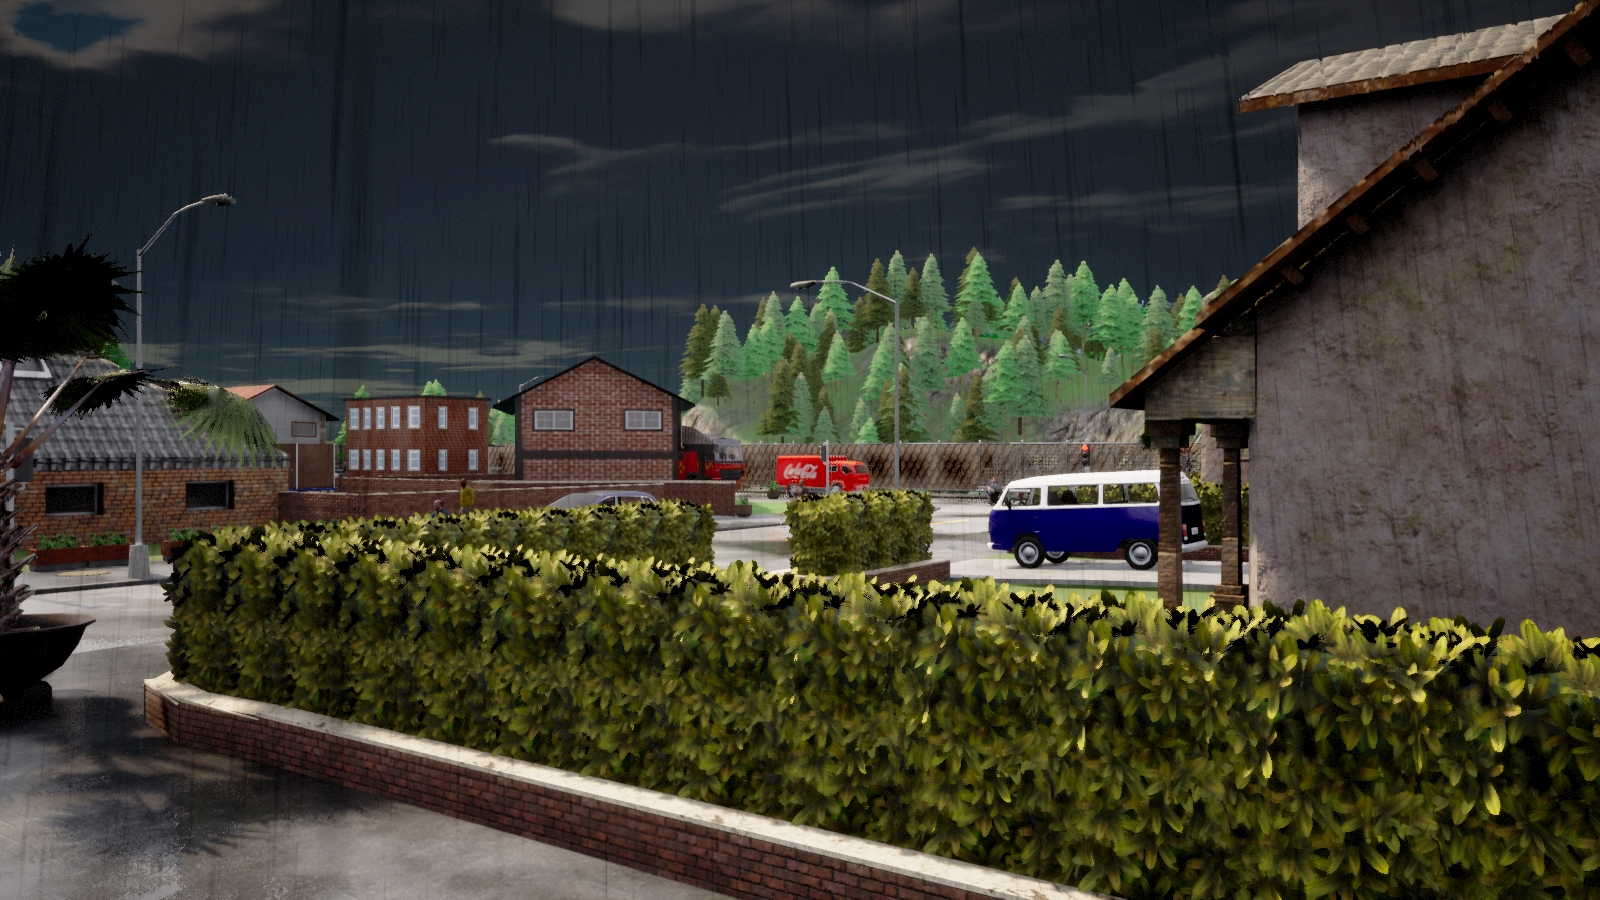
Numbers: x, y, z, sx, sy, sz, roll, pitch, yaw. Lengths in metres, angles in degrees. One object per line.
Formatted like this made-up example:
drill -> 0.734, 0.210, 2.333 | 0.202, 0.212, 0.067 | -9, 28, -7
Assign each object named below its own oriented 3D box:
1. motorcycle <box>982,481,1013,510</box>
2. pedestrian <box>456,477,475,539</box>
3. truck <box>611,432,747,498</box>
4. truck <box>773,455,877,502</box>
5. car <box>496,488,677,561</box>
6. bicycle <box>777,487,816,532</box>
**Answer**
motorcycle -> 9.500, 2.176, 55.056 | 0.803, 1.199, 2.033 | -8, 1, -7
pedestrian -> -10.031, 1.732, 34.273 | 0.375, 1.860, 0.375 | 0, 0, 34
truck -> -7.475, 0.872, 70.096 | 8.468, 3.827, 2.891 | 0, 0, 35
truck -> 1.383, 1.546, 63.908 | 5.204, 2.467, 2.627 | 1, 0, 35
car -> -5.756, 1.958, 31.296 | 2.242, 1.667, 4.611 | 0, 0, 35
bicycle -> -0.112, 2.051, 39.423 | 0.329, 1.471, 1.835 | 0, 0, 35
